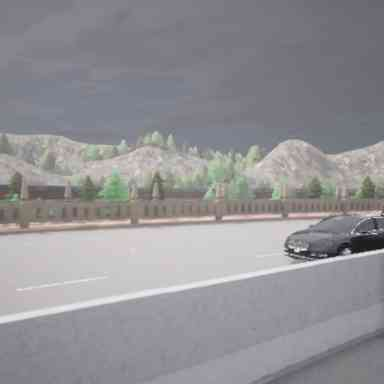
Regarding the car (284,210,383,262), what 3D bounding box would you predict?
[{"bbox_3d":[5.248,1.489,11.018,4.892,1.490,1.837,0,0,-28],"label":"car"}]
